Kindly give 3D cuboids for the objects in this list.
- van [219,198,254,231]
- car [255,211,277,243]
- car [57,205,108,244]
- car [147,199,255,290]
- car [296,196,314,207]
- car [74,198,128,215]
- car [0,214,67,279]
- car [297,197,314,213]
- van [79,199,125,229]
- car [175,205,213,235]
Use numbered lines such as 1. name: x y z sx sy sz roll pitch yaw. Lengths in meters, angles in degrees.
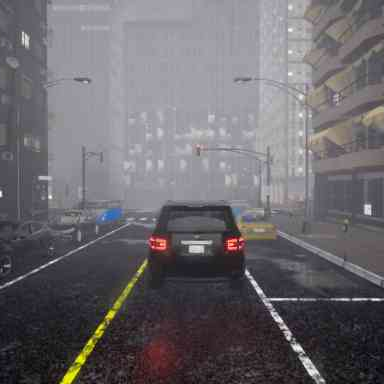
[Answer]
1. van: 2.742 1.336 21.179 1.690 1.788 3.998 -1 0 0
2. car: 2.728 1.522 15.748 1.752 1.417 4.829 -1 0 0
3. car: -5.652 1.547 15.632 2.008 1.369 4.403 -1 0 0
4. car: 0.107 1.219 9.230 2.150 2.045 5.566 0 0 0
5. car: 15.362 1.337 40.471 5.009 1.841 2.192 0 1 1
6. car: -9.291 1.478 34.136 4.902 1.511 2.128 0 1 13
7. car: -5.669 1.563 10.030 1.947 1.339 4.313 -1 0 0
8. car: 14.928 1.582 37.875 4.674 1.442 1.812 0 1 -1
9. van: -5.638 1.336 21.234 1.690 1.788 3.998 -1 0 0
10. car: 0.126 1.560 19.525 1.994 1.385 4.181 0 0 1
